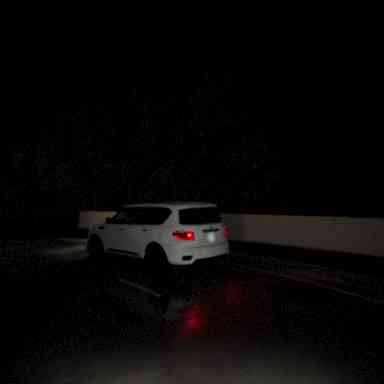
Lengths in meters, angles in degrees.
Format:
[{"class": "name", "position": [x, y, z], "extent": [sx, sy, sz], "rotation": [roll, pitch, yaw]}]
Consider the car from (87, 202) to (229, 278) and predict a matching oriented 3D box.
[{"class": "car", "position": [-1.344, 1.349, 10.921], "extent": [2.150, 2.045, 5.566], "rotation": [0, -1, -44]}]
